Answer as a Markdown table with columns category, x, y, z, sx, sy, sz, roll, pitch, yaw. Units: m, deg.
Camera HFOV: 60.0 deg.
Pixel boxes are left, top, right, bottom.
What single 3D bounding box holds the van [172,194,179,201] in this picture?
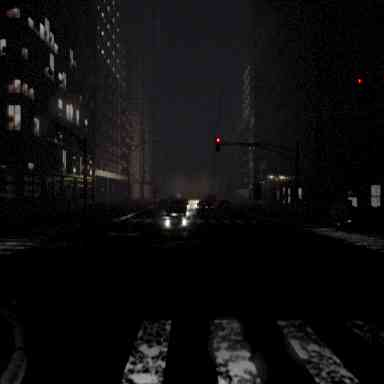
| category | x | y | z | sx | sy | sz | roll | pitch | yaw |
| --- | --- | --- | --- | --- | --- | --- | --- | --- | --- |
| van | -4.209 | 1.340 | 86.025 | 1.690 | 1.788 | 3.998 | 0 | 0 | 0 |

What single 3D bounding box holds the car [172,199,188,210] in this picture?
| category | x | y | z | sx | sy | sz | roll | pitch | yaw |
| --- | --- | --- | --- | --- | --- | --- | --- | --- | --- |
| car | -1.541 | 1.626 | 43.472 | 1.895 | 1.301 | 4.718 | 0 | 0 | 0 |

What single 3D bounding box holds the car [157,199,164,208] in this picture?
| category | x | y | z | sx | sy | sz | roll | pitch | yaw |
| --- | --- | --- | --- | --- | --- | --- | --- | --- | --- |
| car | -4.036 | 1.606 | 47.332 | 1.802 | 1.307 | 4.206 | 0 | 0 | 0 |

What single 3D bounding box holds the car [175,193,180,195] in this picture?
| category | x | y | z | sx | sy | sz | roll | pitch | yaw |
| --- | --- | --- | --- | --- | --- | --- | --- | --- | --- |
| car | -4.159 | 1.448 | 74.970 | 1.967 | 1.590 | 4.097 | 0 | 0 | 0 |

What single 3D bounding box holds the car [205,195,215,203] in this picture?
| category | x | y | z | sx | sy | sz | roll | pitch | yaw |
| --- | --- | --- | --- | --- | --- | --- | --- | --- | --- |
| car | 3.746 | 1.452 | 69.478 | 1.967 | 1.590 | 4.097 | 0 | 0 | 0 |

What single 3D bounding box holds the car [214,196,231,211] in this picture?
| category | x | y | z | sx | sy | sz | roll | pitch | yaw |
| --- | --- | --- | --- | --- | --- | --- | --- | --- | --- |
| car | 3.918 | 1.591 | 41.841 | 1.947 | 1.339 | 4.313 | 0 | 0 | 0 |

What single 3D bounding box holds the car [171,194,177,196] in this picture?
| category | x | y | z | sx | sy | sz | roll | pitch | yaw |
| --- | --- | --- | --- | --- | --- | --- | --- | --- | --- |
| car | -4.110 | 1.583 | 63.915 | 1.947 | 1.339 | 4.313 | 0 | 0 | 0 |

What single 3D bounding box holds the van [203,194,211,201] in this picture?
| category | x | y | z | sx | sy | sz | roll | pitch | yaw |
| --- | --- | --- | --- | --- | --- | --- | --- | --- | --- |
| van | 3.696 | 1.345 | 80.533 | 1.690 | 1.788 | 3.998 | 0 | 0 | 0 |

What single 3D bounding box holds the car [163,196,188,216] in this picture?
| category | x | y | z | sx | sy | sz | roll | pitch | yaw |
| --- | --- | --- | --- | --- | --- | --- | --- | --- | --- |
| car | -1.506 | 1.504 | 33.340 | 1.882 | 1.535 | 5.008 | 0 | 0 | 0 |

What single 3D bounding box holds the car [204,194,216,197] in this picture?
| category | x | y | z | sx | sy | sz | roll | pitch | yaw |
| --- | --- | --- | --- | --- | --- | --- | --- | --- | --- |
| car | 3.770 | 1.332 | 63.950 | 2.192 | 1.841 | 5.009 | 0 | 0 | 0 |

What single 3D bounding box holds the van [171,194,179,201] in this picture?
| category | x | y | z | sx | sy | sz | roll | pitch | yaw |
| --- | --- | --- | --- | --- | --- | --- | --- | --- | --- |
| van | -4.184 | 1.345 | 80.498 | 1.690 | 1.788 | 3.998 | 0 | 0 | 0 |

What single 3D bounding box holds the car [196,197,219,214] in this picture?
| category | x | y | z | sx | sy | sz | roll | pitch | yaw |
| --- | --- | --- | --- | --- | --- | --- | --- | --- | --- |
| car | 1.429 | 1.574 | 35.941 | 2.033 | 1.411 | 5.357 | 0 | 0 | 0 |

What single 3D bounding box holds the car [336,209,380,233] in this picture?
| category | x | y | z | sx | sy | sz | roll | pitch | yaw |
| --- | --- | --- | --- | --- | --- | --- | --- | --- | --- |
| car | 11.454 | 1.762 | 20.650 | 4.674 | 1.442 | 1.812 | 1 | 0 | 1 |

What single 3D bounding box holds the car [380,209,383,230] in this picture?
| category | x | y | z | sx | sy | sz | roll | pitch | yaw |
| --- | --- | --- | --- | --- | --- | --- | --- | --- | --- |
| car | 13.308 | 1.493 | 17.316 | 5.566 | 2.045 | 2.150 | 1 | 0 | -3 |
